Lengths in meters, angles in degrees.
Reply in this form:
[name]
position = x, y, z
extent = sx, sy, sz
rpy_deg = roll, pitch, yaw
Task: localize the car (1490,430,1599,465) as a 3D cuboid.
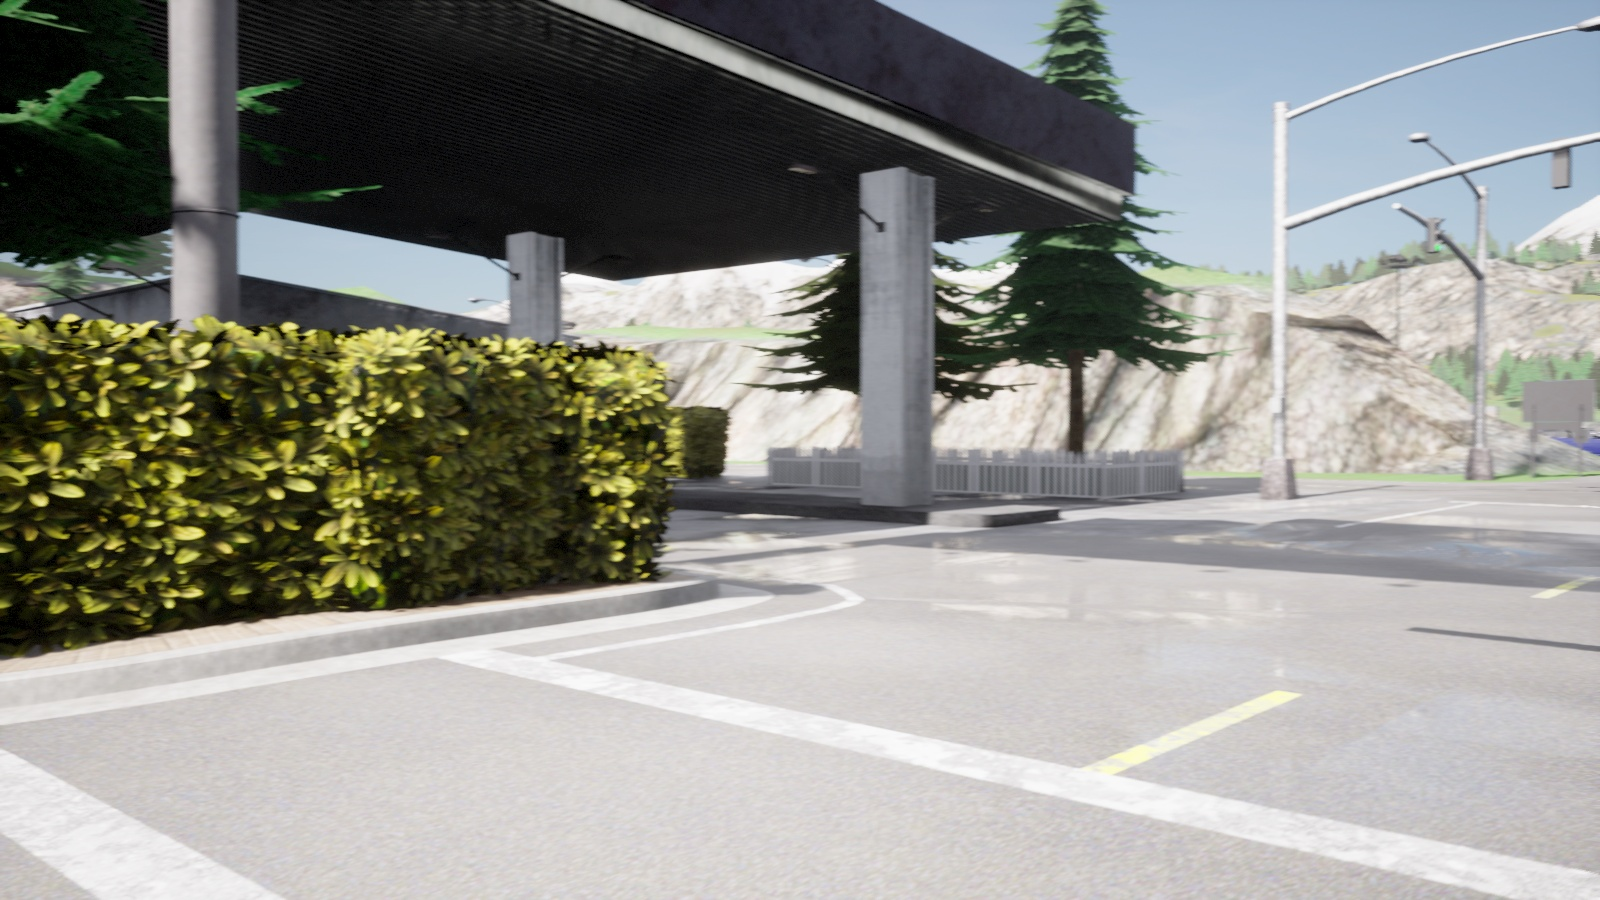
[car]
position = 33.740, -0.146, 56.052
extent = 4.792, 1.488, 2.163
rpy_deg = 1, 1, 42
